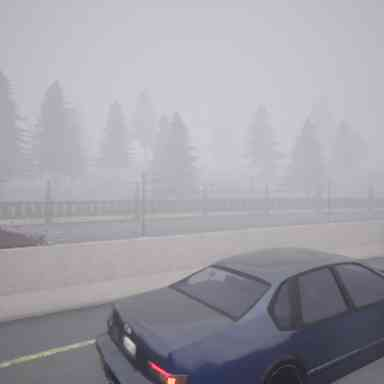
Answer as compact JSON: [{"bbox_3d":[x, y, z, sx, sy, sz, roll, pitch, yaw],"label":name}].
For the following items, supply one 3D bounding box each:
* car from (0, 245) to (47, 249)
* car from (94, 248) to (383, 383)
[{"bbox_3d":[-6.031,1.496,8.146,4.674,1.442,1.812,0,0,-34],"label":"car"},{"bbox_3d":[1.503,1.530,4.588,5.357,1.411,2.033,0,0,-32],"label":"car"}]
